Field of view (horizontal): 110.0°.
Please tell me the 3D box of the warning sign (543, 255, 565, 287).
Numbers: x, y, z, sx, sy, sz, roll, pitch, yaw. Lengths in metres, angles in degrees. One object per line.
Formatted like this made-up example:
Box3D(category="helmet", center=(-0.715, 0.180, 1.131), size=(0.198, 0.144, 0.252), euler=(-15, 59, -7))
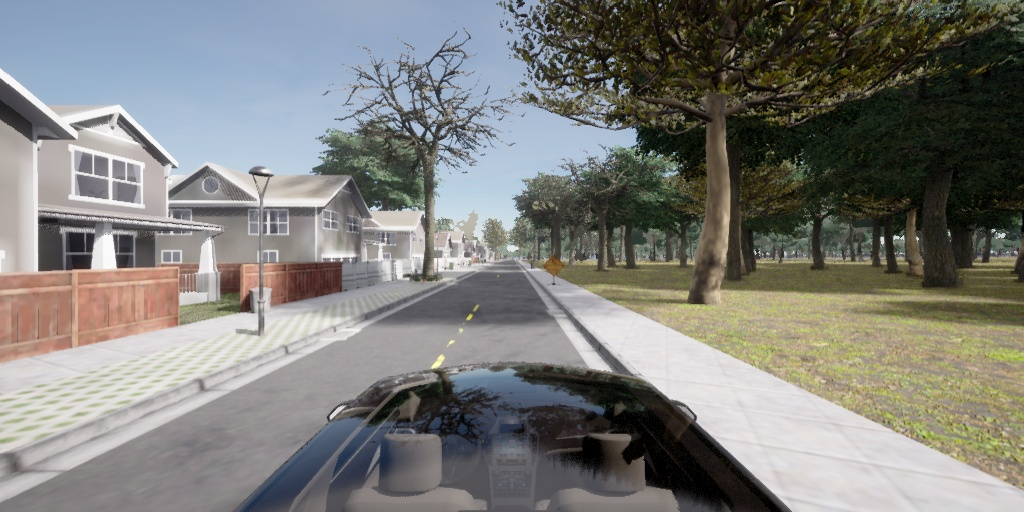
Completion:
Box3D(category="warning sign", center=(2.518, 0.864, 21.580), size=(1.300, 1.860, 1.060), euler=(0, 0, 0))
